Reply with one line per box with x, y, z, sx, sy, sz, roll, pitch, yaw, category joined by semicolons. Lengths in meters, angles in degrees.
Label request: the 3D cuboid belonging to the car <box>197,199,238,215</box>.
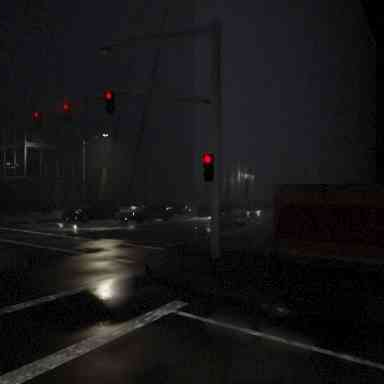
2.430;1.533;34.326;1.882;1.535;5.008;0;0;35;car

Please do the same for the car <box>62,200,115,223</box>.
-7.789;1.407;26.068;2.097;1.767;4.553;0;0;36;car

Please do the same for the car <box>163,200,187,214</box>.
-2.469;1.560;33.498;1.837;1.490;4.892;0;0;36;car

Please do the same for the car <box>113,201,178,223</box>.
-3.525;1.656;26.016;1.895;1.301;4.718;0;0;36;car

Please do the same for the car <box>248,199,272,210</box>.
8.782;1.581;43.163;1.812;1.442;4.674;0;0;36;car

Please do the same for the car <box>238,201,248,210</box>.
4.842;1.603;43.693;2.033;1.411;5.357;0;0;36;car
